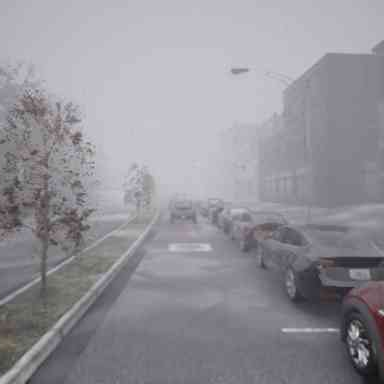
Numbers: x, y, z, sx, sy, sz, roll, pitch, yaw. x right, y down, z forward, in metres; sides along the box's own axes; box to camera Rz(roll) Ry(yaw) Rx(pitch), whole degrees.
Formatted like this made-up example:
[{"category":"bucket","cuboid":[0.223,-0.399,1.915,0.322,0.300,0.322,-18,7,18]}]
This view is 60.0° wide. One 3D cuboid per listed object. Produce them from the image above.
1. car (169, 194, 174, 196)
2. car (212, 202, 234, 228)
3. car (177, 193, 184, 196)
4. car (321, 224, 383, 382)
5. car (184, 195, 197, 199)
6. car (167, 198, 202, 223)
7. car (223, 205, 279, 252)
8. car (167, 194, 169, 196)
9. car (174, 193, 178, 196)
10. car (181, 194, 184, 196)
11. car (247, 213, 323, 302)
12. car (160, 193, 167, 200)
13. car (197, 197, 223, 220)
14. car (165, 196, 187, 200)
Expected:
[{"category":"car","cuboid":[-2.717,1.133,69.297,2.435,2.045,5.566,0,0,-10]},{"category":"car","cuboid":[2.591,1.525,19.504,2.002,1.452,4.674,0,0,-2]},{"category":"car","cuboid":[-0.980,1.426,58.461,1.946,1.575,5.366,0,0,-7]},{"category":"car","cuboid":[3.067,1.358,2.675,2.185,1.767,4.553,1,0,0]},{"category":"car","cuboid":[0.411,1.455,47.225,2.097,1.535,5.008,0,0,-6]},{"category":"car","cuboid":[-0.717,1.489,25.265,2.128,1.511,4.902,0,0,-3]},{"category":"car","cuboid":[2.814,1.515,13.980,2.163,1.488,4.792,0,0,-2]},{"category":"car","cuboid":[-3.724,1.355,74.753,2.231,1.521,4.892,0,0,-10]},{"category":"car","cuboid":[-1.809,1.406,63.964,1.946,1.575,5.366,0,0,-9]},{"category":"car","cuboid":[-0.226,1.444,52.757,2.097,1.535,5.008,0,0,-7]},{"category":"car","cuboid":[2.970,1.515,8.297,2.163,1.488,4.792,0,0,-1]},{"category":"car","cuboid":[-6.150,1.272,85.816,1.946,1.575,5.366,0,0,-13]},{"category":"car","cuboid":[1.946,1.352,30.589,2.185,1.767,4.553,0,0,-4]},{"category":"car","cuboid":[-2.107,1.538,42.538,1.994,1.385,4.181,0,0,-6]}]
